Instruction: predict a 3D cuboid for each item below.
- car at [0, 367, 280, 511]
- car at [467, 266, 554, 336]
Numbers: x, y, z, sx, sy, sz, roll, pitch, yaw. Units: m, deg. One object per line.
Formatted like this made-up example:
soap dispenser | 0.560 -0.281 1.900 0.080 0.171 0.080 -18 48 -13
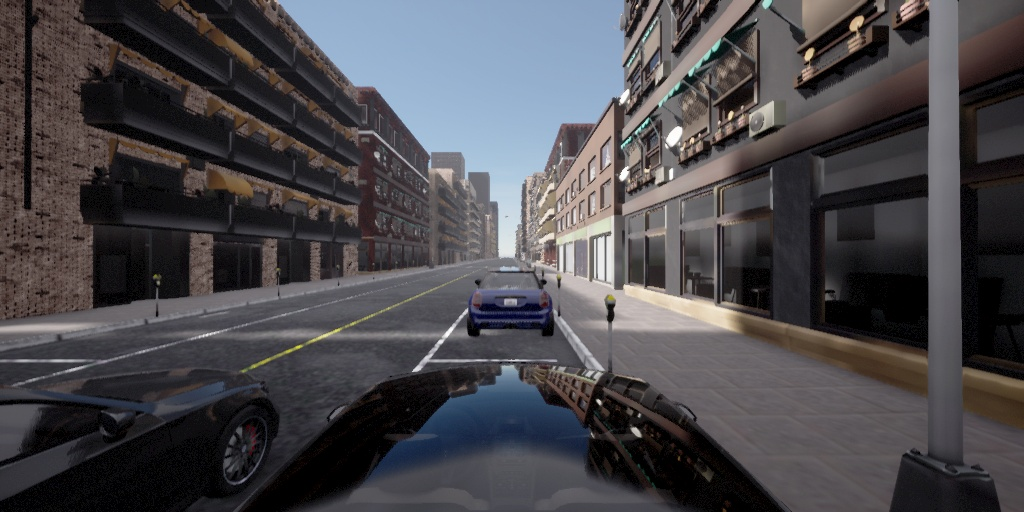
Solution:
car | -3.145 1.269 1.499 1.812 1.442 4.674 0 0 0
car | -0.032 1.093 10.469 2.097 1.767 4.553 0 0 0
